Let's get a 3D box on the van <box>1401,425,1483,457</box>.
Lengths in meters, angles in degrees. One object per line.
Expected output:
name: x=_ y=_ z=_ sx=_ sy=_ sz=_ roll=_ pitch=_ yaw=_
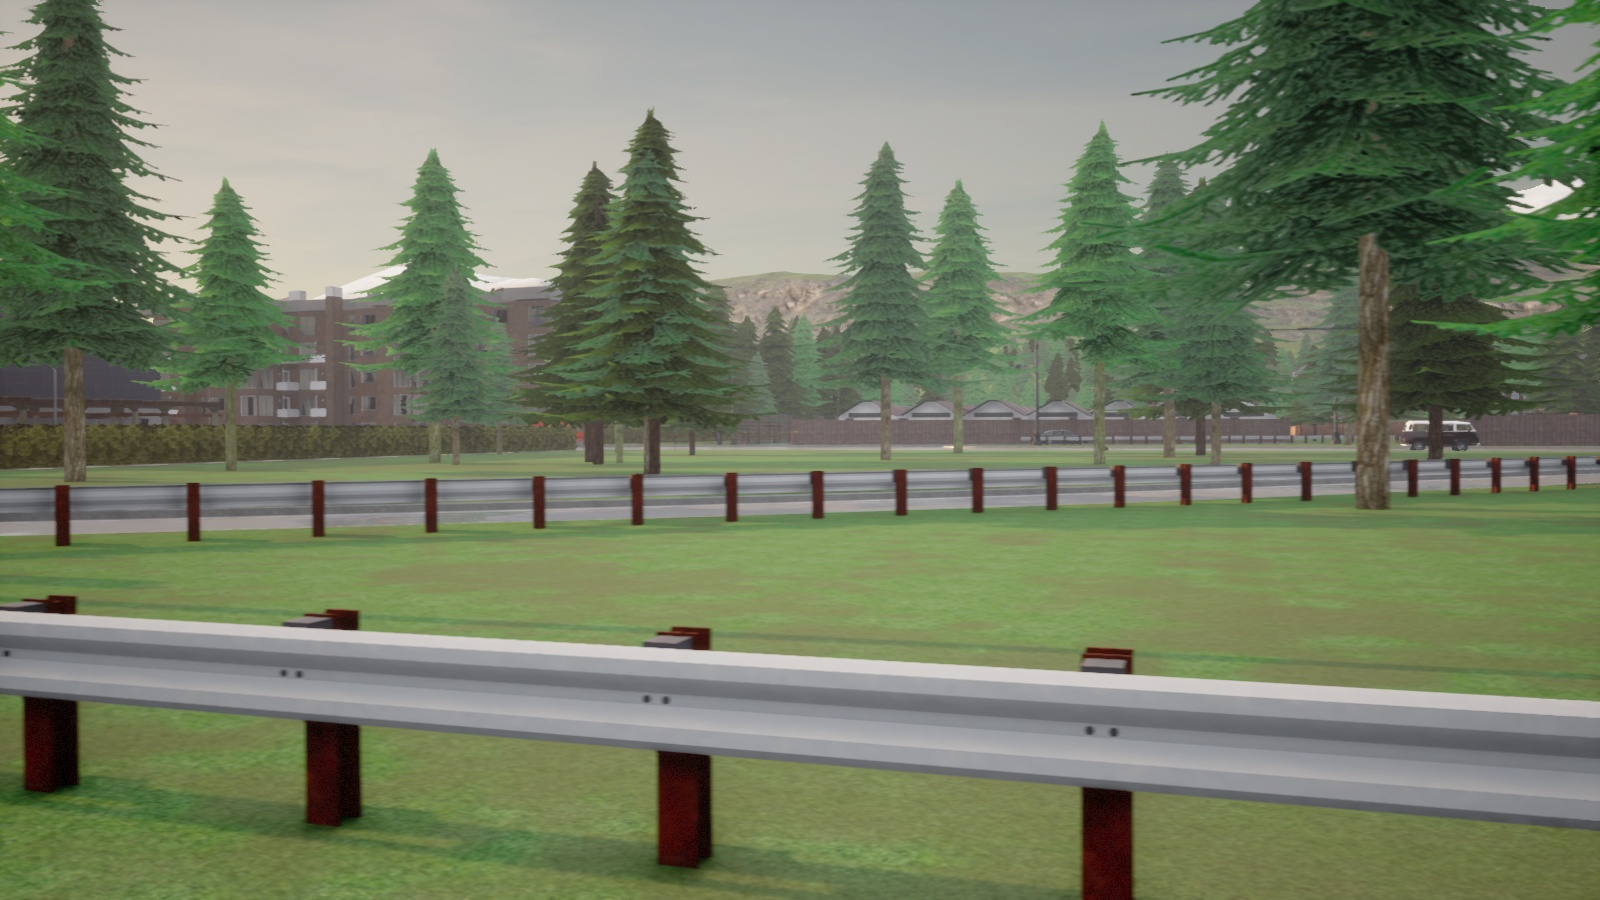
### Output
van: x=41.385 y=-0.593 z=81.054 sx=4.480 sy=2.038 sz=2.069 roll=1 pitch=1 yaw=19
